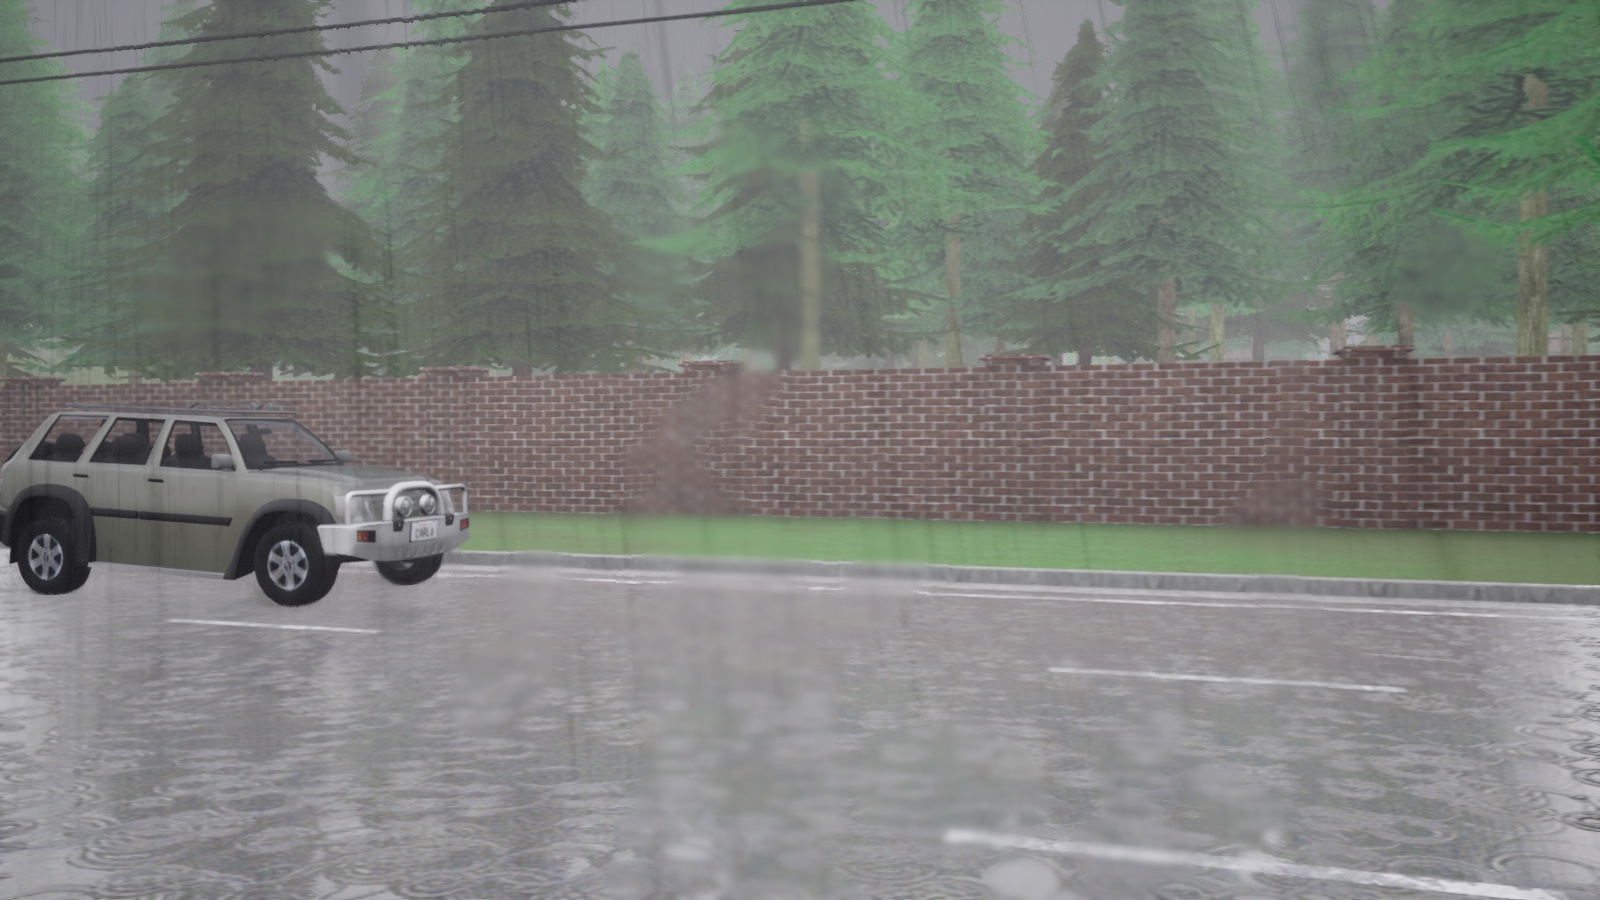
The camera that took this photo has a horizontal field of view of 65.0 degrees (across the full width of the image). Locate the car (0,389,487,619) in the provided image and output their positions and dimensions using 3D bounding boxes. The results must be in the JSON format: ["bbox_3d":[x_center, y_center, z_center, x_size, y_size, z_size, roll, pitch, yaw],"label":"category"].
[{"bbox_3d":[-5.674,0.414,12.484,4.605,1.855,1.932,3,2,19],"label":"car"}]
